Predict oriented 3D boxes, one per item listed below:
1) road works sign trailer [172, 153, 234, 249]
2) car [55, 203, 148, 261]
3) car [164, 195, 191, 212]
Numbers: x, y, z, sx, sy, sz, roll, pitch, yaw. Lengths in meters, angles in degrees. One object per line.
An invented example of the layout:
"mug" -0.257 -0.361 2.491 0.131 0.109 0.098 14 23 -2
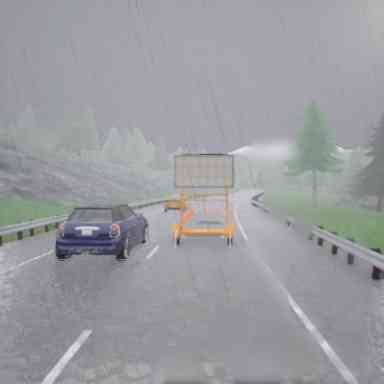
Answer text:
"road works sign trailer" 0.499 0.236 13.472 2.380 3.560 2.880 0 1 5
"car" -2.903 1.157 11.687 2.097 1.767 4.553 0 1 3
"car" -1.226 0.968 30.411 1.882 1.535 5.008 0 1 7
